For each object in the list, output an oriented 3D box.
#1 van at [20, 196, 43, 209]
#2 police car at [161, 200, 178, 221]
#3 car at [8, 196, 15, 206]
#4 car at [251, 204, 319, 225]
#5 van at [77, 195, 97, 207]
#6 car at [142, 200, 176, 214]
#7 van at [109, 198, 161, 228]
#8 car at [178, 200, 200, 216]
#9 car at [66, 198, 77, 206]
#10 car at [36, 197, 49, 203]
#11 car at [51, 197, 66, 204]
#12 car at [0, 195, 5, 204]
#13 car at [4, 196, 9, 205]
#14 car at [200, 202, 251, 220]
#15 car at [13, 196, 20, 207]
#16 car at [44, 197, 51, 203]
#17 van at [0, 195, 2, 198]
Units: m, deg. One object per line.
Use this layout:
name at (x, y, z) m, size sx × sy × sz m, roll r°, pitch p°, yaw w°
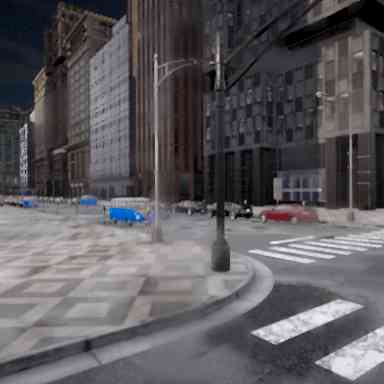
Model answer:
van at (-23.736, 1.512, 49.042) m, size 1.690 × 1.788 × 3.998 m, roll -1°, pitch 0°, yaw -36°
police car at (-3.497, 1.444, 25.493) m, size 2.038 × 1.542 × 4.974 m, roll -1°, pitch 0°, yaw -36°
car at (-30.331, 1.791, 58.213) m, size 1.887 × 1.381 × 4.507 m, roll -1°, pitch 0°, yaw -36°
car at (6.275, 1.410, 21.932) m, size 1.802 × 1.307 × 4.206 m, roll -1°, pitch 0°, yaw -36°
van at (-16.821, 1.444, 54.027) m, size 1.690 × 1.788 × 3.998 m, roll -1°, pitch 0°, yaw -36°
car at (-3.621, 1.530, 35.687) m, size 1.802 × 1.307 × 4.206 m, roll -1°, pitch 0°, yaw -36°
van at (-3.941, 1.278, 21.530) m, size 1.690 × 1.788 × 3.998 m, roll -1°, pitch 0°, yaw -36°
car at (-0.323, 1.460, 31.102) m, size 2.008 × 1.369 × 4.403 m, roll -1°, pitch 0°, yaw -36°
car at (-20.116, 1.691, 58.613) m, size 2.008 × 1.369 × 4.403 m, roll -1°, pitch 0°, yaw -36°
car at (-36.611, 1.876, 81.538) m, size 2.008 × 1.369 × 4.403 m, roll -1°, pitch 0°, yaw -36°
car at (-26.814, 1.742, 67.921) m, size 1.752 × 1.417 × 4.829 m, roll -1°, pitch 0°, yaw -36°
car at (-36.929, 1.871, 67.383) m, size 2.008 × 1.369 × 4.403 m, roll -1°, pitch 0°, yaw -36°
car at (-33.629, 1.865, 62.799) m, size 1.802 × 1.307 × 4.206 m, roll -1°, pitch 0°, yaw -36°
car at (2.976, 1.435, 26.517) m, size 1.947 × 1.339 × 4.313 m, roll -1°, pitch 0°, yaw -36°
car at (-27.032, 1.775, 53.628) m, size 1.947 × 1.339 × 4.313 m, roll -1°, pitch 0°, yaw -36°
car at (-30.013, 1.803, 72.368) m, size 2.008 × 1.369 × 4.403 m, roll -1°, pitch 0°, yaw -36°
van at (-43.530, 1.734, 76.553) m, size 1.690 × 1.788 × 3.998 m, roll -1°, pitch 0°, yaw -36°
